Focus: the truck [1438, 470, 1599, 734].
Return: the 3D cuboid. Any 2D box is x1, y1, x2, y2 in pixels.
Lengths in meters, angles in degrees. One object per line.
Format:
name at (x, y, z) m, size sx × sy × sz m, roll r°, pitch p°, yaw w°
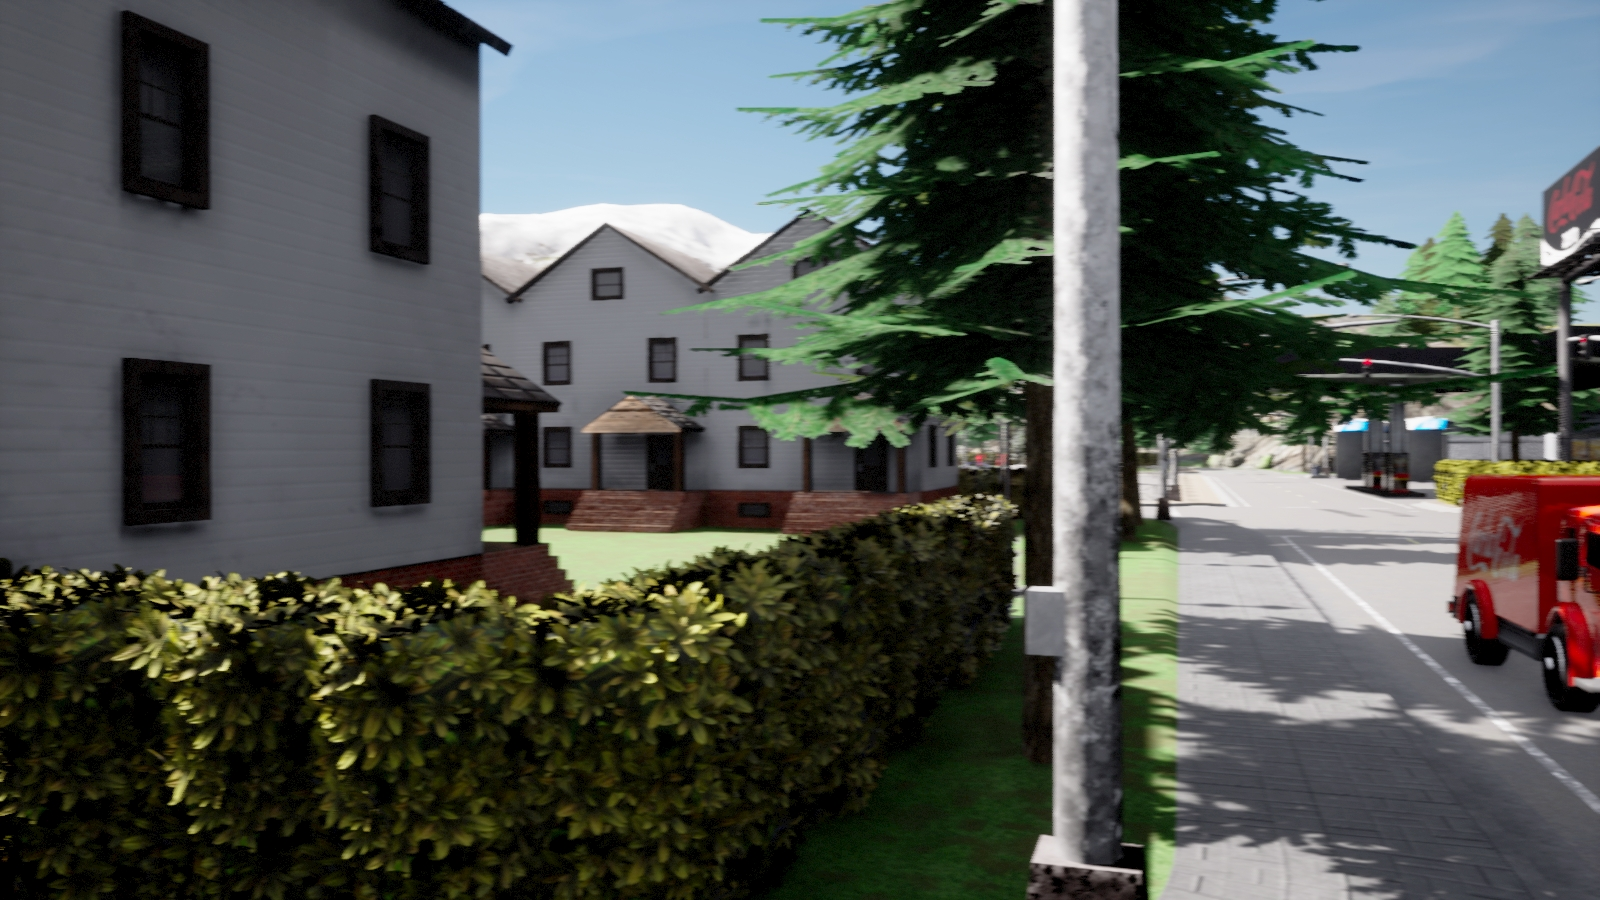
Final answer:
truck at (9.499, 1.522, 13.277) m, size 2.627 × 2.467 × 5.204 m, roll 0°, pitch 0°, yaw 18°
